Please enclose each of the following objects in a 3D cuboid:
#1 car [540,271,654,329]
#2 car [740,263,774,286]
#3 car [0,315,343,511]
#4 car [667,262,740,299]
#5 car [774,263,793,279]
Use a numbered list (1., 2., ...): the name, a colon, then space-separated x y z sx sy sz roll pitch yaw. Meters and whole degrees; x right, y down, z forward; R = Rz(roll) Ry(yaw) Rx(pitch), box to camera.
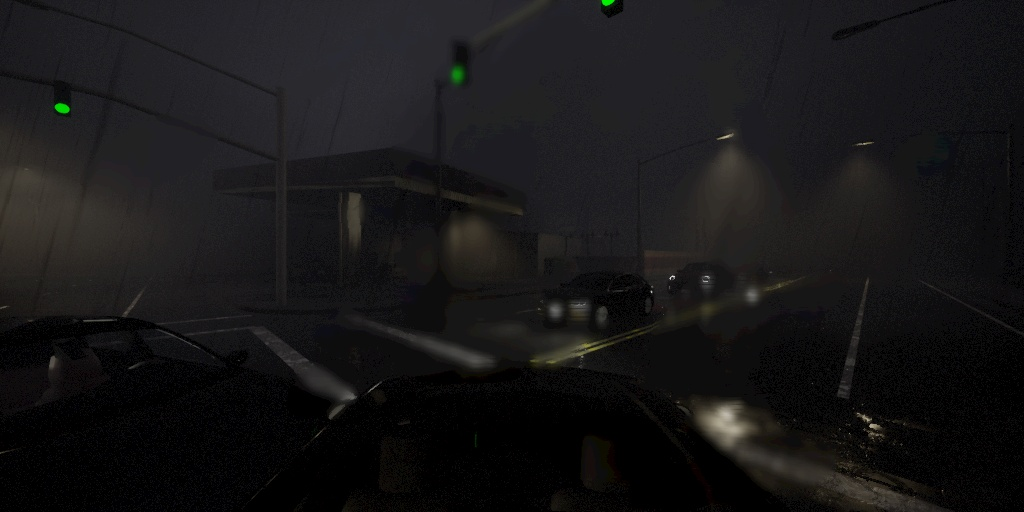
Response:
1. car: 2.900 1.255 11.543 1.837 1.490 4.892 0 0 45
2. car: 16.688 1.314 25.277 1.994 1.385 4.181 0 0 44
3. car: -3.417 1.242 2.536 4.902 1.511 2.128 0 0 15
4. car: 9.750 1.102 18.378 4.553 1.767 2.097 0 0 -45
5. car: 23.833 1.314 32.319 4.181 1.385 1.994 0 0 -44
